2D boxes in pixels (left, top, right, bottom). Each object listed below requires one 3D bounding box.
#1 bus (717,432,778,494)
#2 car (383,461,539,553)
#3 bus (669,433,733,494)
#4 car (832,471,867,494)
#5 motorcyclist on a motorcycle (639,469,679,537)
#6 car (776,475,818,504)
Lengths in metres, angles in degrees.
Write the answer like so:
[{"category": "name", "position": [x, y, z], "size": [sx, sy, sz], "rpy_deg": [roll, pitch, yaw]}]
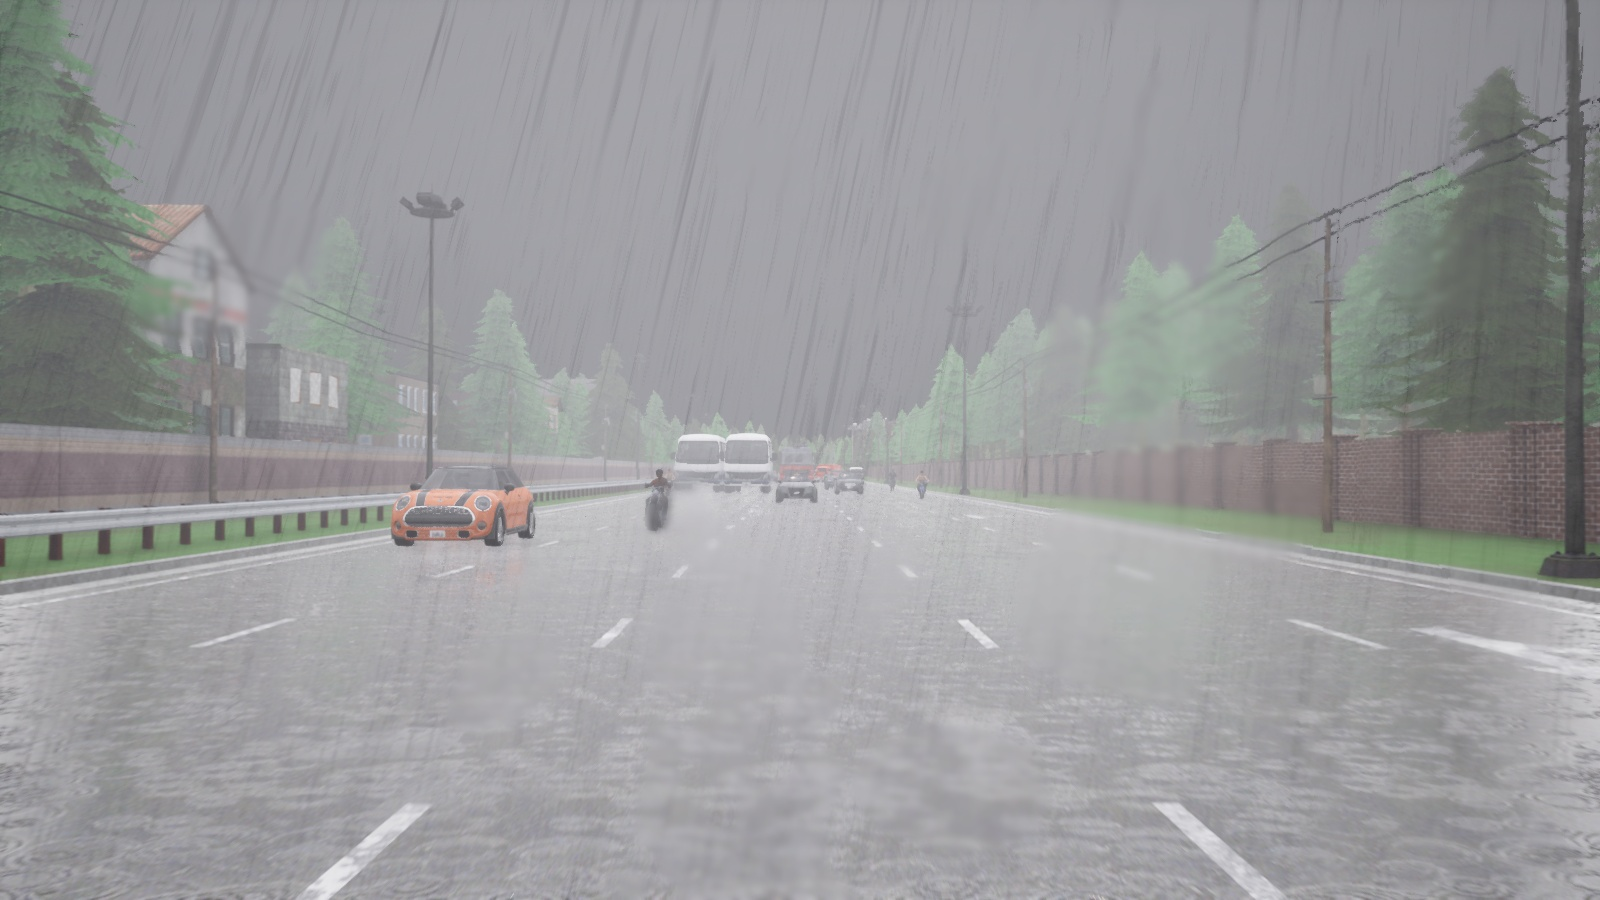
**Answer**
[{"category": "bus", "position": [-3.685, 0.980, 91.235], "size": [3.944, 4.253, 10.273], "rpy_deg": [0, -1, 0]}, {"category": "car", "position": [-7.065, 1.150, 26.704], "size": [2.097, 1.767, 4.553], "rpy_deg": [0, -1, 0]}, {"category": "bus", "position": [-7.230, 1.031, 93.198], "size": [3.944, 4.253, 10.273], "rpy_deg": [0, -1, 0]}, {"category": "car", "position": [3.296, 2.179, 84.665], "size": [2.128, 1.511, 4.902], "rpy_deg": [0, -1, 0]}, {"category": "motorcyclist on a motorcycle", "position": [-3.577, 1.317, 32.034], "size": [0.766, 1.649, 2.350], "rpy_deg": [0, -1, 0]}, {"category": "car", "position": [-0.151, 1.933, 62.769], "size": [1.994, 1.385, 4.181], "rpy_deg": [0, -1, 0]}]
